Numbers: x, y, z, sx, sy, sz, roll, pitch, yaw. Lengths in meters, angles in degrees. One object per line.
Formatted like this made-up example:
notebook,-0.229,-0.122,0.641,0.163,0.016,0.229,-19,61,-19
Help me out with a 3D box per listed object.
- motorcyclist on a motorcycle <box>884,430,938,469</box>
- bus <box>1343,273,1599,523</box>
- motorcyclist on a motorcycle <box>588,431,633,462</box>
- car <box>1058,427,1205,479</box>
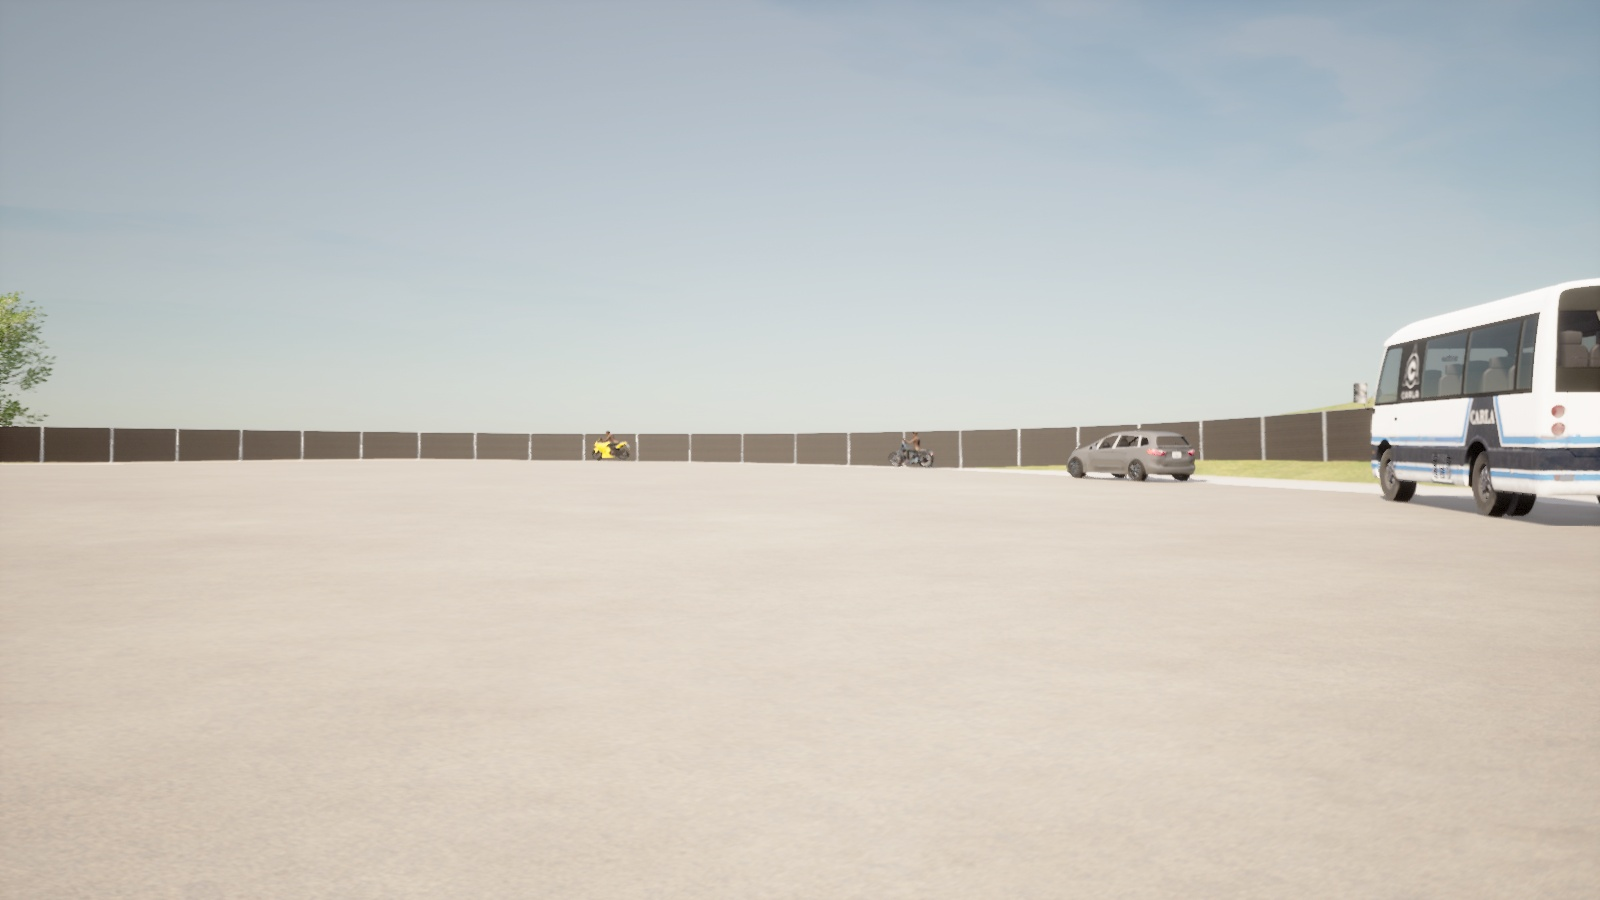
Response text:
motorcyclist on a motorcycle,4.896,-0.032,55.323,2.350,1.649,0.766,1,1,40
bus,14.922,-0.938,26.403,3.944,4.253,10.273,0,1,9
motorcyclist on a motorcycle,-9.433,-0.180,62.434,2.044,1.523,0.797,0,0,15
car,11.150,0.055,42.577,2.242,1.667,4.611,0,1,-28
